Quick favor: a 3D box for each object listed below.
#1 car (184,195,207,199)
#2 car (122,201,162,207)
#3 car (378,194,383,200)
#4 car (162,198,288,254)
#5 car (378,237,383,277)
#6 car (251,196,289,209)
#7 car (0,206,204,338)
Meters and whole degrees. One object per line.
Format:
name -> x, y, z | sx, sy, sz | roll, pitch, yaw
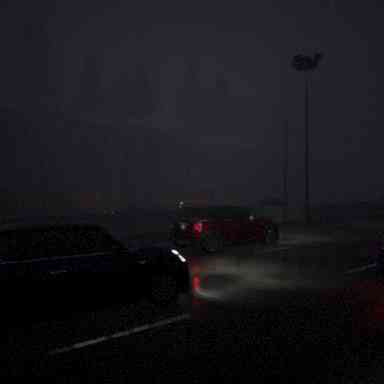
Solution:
car -> -0.078, 1.181, 38.154 | 4.553, 1.767, 2.097 | -1, 0, -34
car -> -4.258, 1.455, 26.725 | 5.357, 1.411, 2.033 | -1, 0, -35
car -> 29.804, 0.807, 50.033 | 4.892, 1.490, 1.837 | -1, 0, -36
car -> 1.413, 1.283, 13.343 | 4.553, 1.767, 2.097 | 0, 0, -35
car -> 6.840, 1.271, 8.610 | 4.553, 1.767, 2.097 | 0, 0, -35
car -> 9.565, 1.285, 40.452 | 4.674, 1.442, 1.812 | 0, 0, -34
car -> -2.264, 1.338, 6.429 | 4.553, 1.767, 2.097 | 0, 0, -36
